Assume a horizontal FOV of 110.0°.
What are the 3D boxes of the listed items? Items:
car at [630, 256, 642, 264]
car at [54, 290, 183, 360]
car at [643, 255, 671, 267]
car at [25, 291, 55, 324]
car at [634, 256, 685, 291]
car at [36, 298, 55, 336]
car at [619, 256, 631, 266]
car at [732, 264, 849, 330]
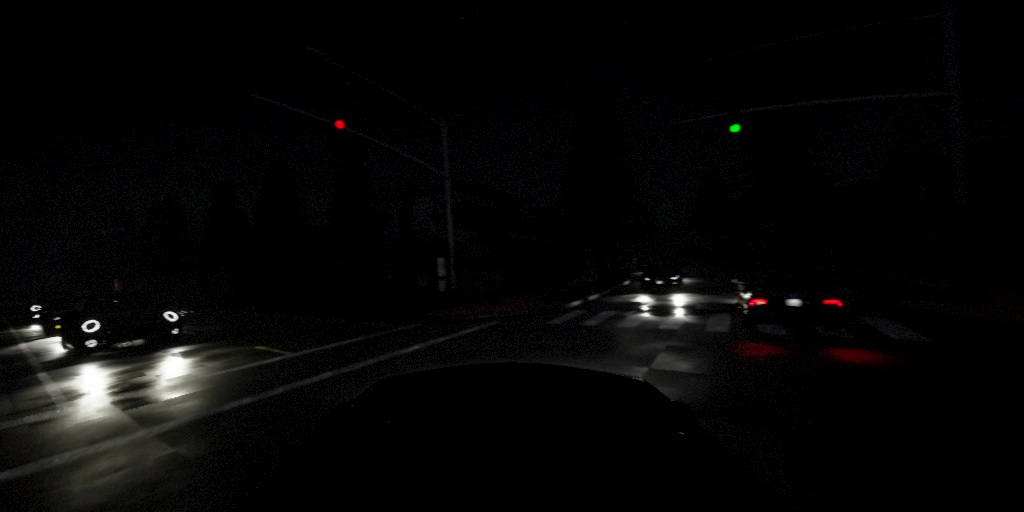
[{"bbox_3d":[14.345,0.791,38.036,2.033,1.411,5.357,-4,-1,10],"label":"car"},{"bbox_3d":[-12.266,1.941,11.217,4.553,1.767,2.097,-4,-1,34],"label":"car"},{"bbox_3d":[18.622,0.636,46.257,1.994,1.385,4.181,-3,-1,1],"label":"car"},{"bbox_3d":[-27.685,2.988,21.738,4.553,1.767,2.097,-4,-1,34],"label":"car"},{"bbox_3d":[7.897,0.934,18.792,1.837,1.490,4.892,-4,-1,27],"label":"car"},{"bbox_3d":[-19.590,2.651,16.223,4.181,1.385,1.994,-4,-1,35],"label":"car"},{"bbox_3d":[18.217,0.706,56.153,1.837,1.490,4.892,-3,-1,-12],"label":"car"},{"bbox_3d":[7.005,0.935,9.433,2.033,1.411,5.357,-4,-1,31],"label":"car"}]
